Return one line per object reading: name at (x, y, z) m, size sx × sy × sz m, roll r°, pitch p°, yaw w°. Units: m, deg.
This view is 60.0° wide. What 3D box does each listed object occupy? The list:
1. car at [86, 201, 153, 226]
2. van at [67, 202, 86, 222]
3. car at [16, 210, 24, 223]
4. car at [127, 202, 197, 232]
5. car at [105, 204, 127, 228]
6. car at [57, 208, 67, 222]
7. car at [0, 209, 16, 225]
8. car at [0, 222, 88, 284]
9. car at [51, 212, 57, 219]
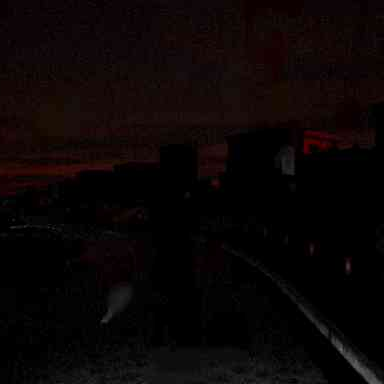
car at (-5.582, 1.773, 28.077) m, size 5.566 × 2.045 × 2.435 m, roll 0°, pitch -2°, yaw -39°
van at (-9.519, 2.002, 32.852) m, size 4.442 × 1.987 × 1.878 m, roll 0°, pitch -2°, yaw -39°
car at (-17.076, 2.337, 30.954) m, size 1.837 × 1.490 × 4.892 m, roll 0°, pitch -3°, yaw -38°
car at (-1.846, 1.736, 23.440) m, size 4.553 × 1.767 × 2.185 m, roll 0°, pitch -2°, yaw -39°
car at (-3.729, 1.944, 25.815) m, size 5.008 × 1.535 × 2.097 m, roll 0°, pitch -2°, yaw -39°
car at (-11.345, 2.212, 35.274) m, size 4.553 × 1.767 × 2.185 m, roll 0°, pitch -3°, yaw -39°
car at (-12.713, 1.604, 17.468) m, size 5.566 × 2.045 × 2.435 m, roll 0°, pitch -2°, yaw -39°
car at (-5.088, 1.728, 9.182) m, size 1.895 × 1.301 × 4.718 m, roll 0°, pitch -1°, yaw 16°
car at (-12.994, 2.453, 37.682) m, size 5.366 × 1.575 × 1.946 m, roll 0°, pitch -3°, yaw -39°
